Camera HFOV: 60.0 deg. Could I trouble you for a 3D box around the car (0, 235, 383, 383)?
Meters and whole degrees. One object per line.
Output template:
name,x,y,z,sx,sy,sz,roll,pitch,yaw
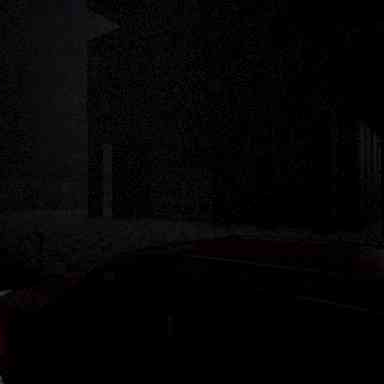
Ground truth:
car,0.121,1.314,2.764,5.009,1.841,2.192,0,0,36
